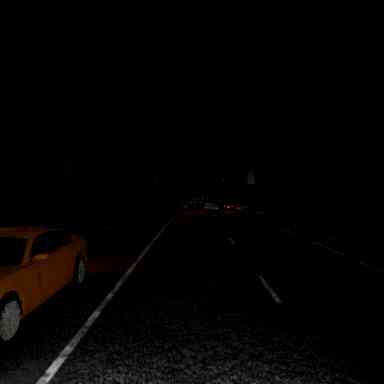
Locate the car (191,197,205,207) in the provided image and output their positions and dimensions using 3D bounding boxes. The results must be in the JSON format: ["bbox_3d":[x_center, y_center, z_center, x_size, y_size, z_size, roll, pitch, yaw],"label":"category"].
[{"bbox_3d":[0.958,1.369,48.381,1.895,1.301,4.718,0,0,3],"label":"car"}]

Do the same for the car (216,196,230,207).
[{"bbox_3d":[4.444,1.295,48.057,1.812,1.442,4.674,0,0,3],"label":"car"}]

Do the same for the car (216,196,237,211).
[{"bbox_3d":[3.976,1.324,37.666,1.837,1.490,4.892,0,0,2],"label":"car"}]

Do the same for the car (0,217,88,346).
[{"bbox_3d":[-3.571,1.446,6.480,1.882,1.535,5.008,0,0,0],"label":"car"}]

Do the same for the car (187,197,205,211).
[{"bbox_3d":[0.477,1.311,37.758,2.128,1.511,4.902,0,0,2],"label":"car"}]
